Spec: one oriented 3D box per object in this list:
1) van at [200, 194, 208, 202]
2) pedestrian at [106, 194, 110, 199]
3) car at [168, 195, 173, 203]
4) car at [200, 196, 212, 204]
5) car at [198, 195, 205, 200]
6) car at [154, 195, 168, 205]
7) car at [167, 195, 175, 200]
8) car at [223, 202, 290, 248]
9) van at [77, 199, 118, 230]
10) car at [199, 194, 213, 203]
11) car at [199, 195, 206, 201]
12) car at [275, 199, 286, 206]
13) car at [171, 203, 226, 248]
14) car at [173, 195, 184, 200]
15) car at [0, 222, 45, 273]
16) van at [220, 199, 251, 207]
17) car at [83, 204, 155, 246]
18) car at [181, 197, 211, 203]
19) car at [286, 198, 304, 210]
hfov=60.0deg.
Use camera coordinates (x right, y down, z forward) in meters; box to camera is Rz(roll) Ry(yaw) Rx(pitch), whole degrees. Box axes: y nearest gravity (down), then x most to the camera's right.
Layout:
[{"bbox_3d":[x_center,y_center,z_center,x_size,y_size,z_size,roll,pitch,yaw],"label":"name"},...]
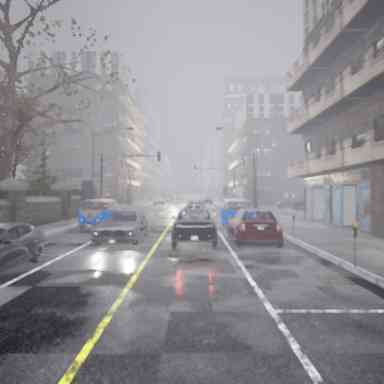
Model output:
[{"bbox_3d":[2.681,1.265,75.206,1.690,1.788,3.998,1,0,0],"label":"van"},{"bbox_3d":[-12.556,1.155,49.715,0.375,1.860,0.375,0,-1,1],"label":"pedestrian"},{"bbox_3d":[-5.699,1.369,69.561,1.967,1.590,4.097,1,0,0],"label":"car"},{"bbox_3d":[2.681,1.485,63.922,2.008,1.369,4.403,1,0,0],"label":"car"},{"bbox_3d":[2.671,1.492,92.134,1.802,1.307,4.206,1,0,0],"label":"car"},{"bbox_3d":[-5.696,1.465,58.106,1.752,1.417,4.829,1,0,0],"label":"car"},{"bbox_3d":[-5.708,1.455,92.132,1.887,1.381,4.507,1,0,0],"label":"car"},{"bbox_3d":[2.669,1.424,14.809,1.967,1.590,4.097,1,0,0],"label":"car"},{"bbox_3d":[-5.646,1.319,20.331,1.690,1.788,3.998,1,0,0],"label":"van"},{"bbox_3d":[2.683,1.506,58.279,1.947,1.339,4.313,1,0,0],"label":"car"},{"bbox_3d":[2.674,1.440,86.662,1.752,1.417,4.829,1,0,0],"label":"car"},{"bbox_3d":[13.626,1.550,46.468,4.097,1.590,1.967,0,-1,1],"label":"car"},{"bbox_3d":[0.095,1.476,14.610,2.128,1.511,4.902,0,0,0],"label":"car"},{"bbox_3d":[-3.029,1.455,85.992,2.033,1.411,5.357,0,0,0],"label":"car"},{"bbox_3d":[-5.664,1.556,9.284,1.947,1.339,4.313,1,0,0],"label":"car"},{"bbox_3d":[2.667,1.320,20.332,1.690,1.788,3.998,1,0,0],"label":"van"},{"bbox_3d":[-3.102,1.530,15.546,2.033,1.411,5.357,0,0,0],"label":"car"},{"bbox_3d":[0.433,1.513,32.368,2.033,1.411,5.357,0,0,6],"label":"car"},{"bbox_3d":[13.525,1.537,38.086,4.313,1.339,1.947,0,-1,1],"label":"car"}]
